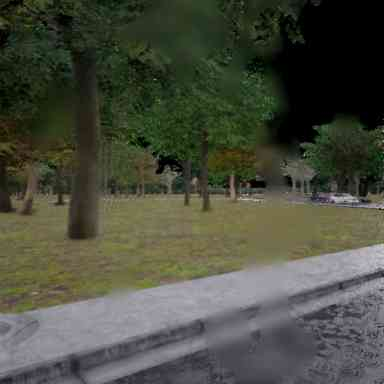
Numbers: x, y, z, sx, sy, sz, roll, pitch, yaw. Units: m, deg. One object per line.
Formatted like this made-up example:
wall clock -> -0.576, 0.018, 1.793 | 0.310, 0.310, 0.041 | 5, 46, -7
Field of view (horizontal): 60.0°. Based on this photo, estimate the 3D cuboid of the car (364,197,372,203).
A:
car -> 34.144, 1.616, 67.566 | 1.895, 1.301, 4.718 | 0, 0, -12

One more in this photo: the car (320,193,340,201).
car -> 32.044, 1.214, 77.287 | 2.097, 1.767, 4.553 | 0, 0, -12

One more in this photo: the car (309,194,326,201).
car -> 28.867, 1.204, 76.601 | 2.097, 1.767, 4.553 | 0, 0, -12

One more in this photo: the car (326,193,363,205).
car -> 26.279, 1.219, 57.668 | 2.150, 2.045, 5.566 | 0, 0, -12
